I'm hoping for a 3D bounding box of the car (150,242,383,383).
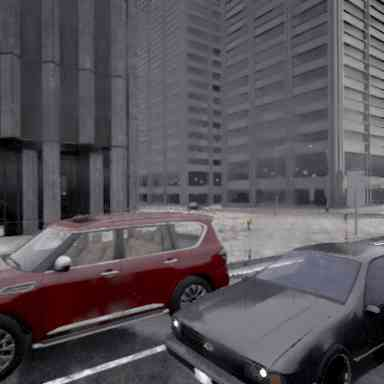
[{"bbox_3d":[2.266,1.529,5.025,5.357,1.411,2.033,0,0,-36],"label":"car"}]

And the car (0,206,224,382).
[{"bbox_3d":[-1.604,1.325,5.506,5.009,1.841,2.192,0,0,-36],"label":"car"}]

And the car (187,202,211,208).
[{"bbox_3d":[0.937,2.258,50.615,1.812,1.442,4.674,0,-1,-35],"label":"car"}]
